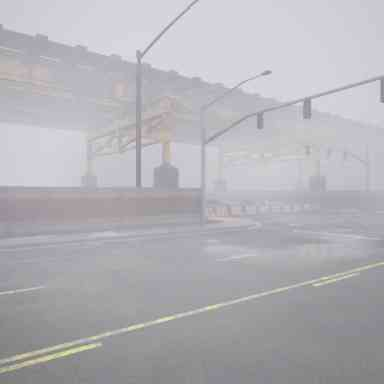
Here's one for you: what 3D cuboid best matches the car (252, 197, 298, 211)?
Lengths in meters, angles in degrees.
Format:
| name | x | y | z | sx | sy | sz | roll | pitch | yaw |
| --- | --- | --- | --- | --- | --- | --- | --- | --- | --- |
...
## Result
| name | x | y | z | sx | sy | sz | roll | pitch | yaw |
| --- | --- | --- | --- | --- | --- | --- | --- | --- | --- |
| car | 9.995 | 1.453 | 40.152 | 4.974 | 1.542 | 2.038 | 0 | 0 | -7 |

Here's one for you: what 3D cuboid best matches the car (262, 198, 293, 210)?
| name | x | y | z | sx | sy | sz | roll | pitch | yaw |
| --- | --- | --- | --- | --- | --- | --- | --- | --- | --- |
| car | 9.944 | 1.295 | 40.145 | 4.536 | 1.218 | 1.853 | 0 | 0 | -7 |

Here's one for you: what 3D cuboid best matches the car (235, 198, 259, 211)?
| name | x | y | z | sx | sy | sz | roll | pitch | yaw |
| --- | --- | --- | --- | --- | --- | --- | --- | --- | --- |
| car | 6.100 | 1.295 | 36.442 | 1.853 | 1.218 | 4.536 | 0 | 0 | 18 |

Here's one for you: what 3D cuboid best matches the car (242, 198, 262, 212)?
| name | x | y | z | sx | sy | sz | roll | pitch | yaw |
| --- | --- | --- | --- | --- | --- | --- | --- | --- | --- |
| car | 6.084 | 1.453 | 36.393 | 2.038 | 1.542 | 4.974 | 0 | 0 | 18 |

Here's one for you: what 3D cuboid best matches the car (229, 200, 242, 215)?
| name | x | y | z | sx | sy | sz | roll | pitch | yaw |
| --- | --- | --- | --- | --- | --- | --- | --- | --- | --- |
| car | 2.339 | 1.453 | 33.708 | 4.974 | 1.542 | 2.038 | 0 | 0 | 8 |

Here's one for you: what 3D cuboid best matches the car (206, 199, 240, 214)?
| name | x | y | z | sx | sy | sz | roll | pitch | yaw |
| --- | --- | --- | --- | --- | --- | --- | --- | --- | --- |
| car | 2.288 | 1.295 | 33.715 | 4.536 | 1.218 | 1.853 | 0 | 0 | 8 |
